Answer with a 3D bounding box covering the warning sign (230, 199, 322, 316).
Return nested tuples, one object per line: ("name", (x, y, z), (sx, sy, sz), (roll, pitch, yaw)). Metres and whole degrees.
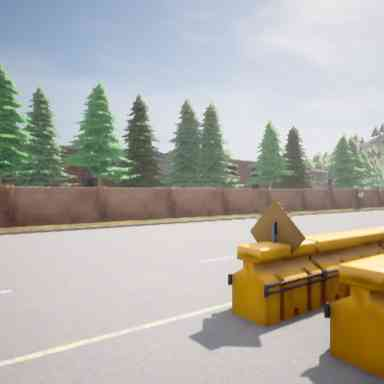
("warning sign", (1.550, 1.087, 6.265), (1.060, 1.860, 1.300), (0, 0, -36))
